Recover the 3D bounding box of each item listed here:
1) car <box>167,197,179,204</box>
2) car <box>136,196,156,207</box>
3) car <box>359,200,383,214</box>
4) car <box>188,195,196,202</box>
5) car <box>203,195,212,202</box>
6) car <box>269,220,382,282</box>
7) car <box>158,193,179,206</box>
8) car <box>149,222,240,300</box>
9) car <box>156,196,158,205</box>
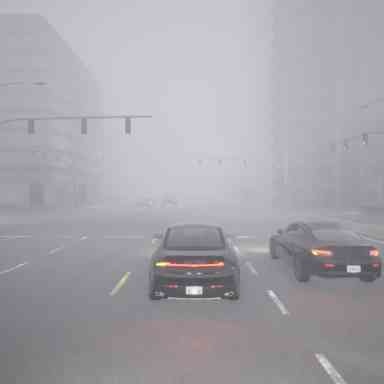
[{"bbox_3d":[-3.553,1.601,63.317,1.895,1.301,4.718,0,0,1],"label":"car"},{"bbox_3d":[-7.101,1.547,50.103,2.033,1.411,5.357,0,0,0],"label":"car"},{"bbox_3d":[20.844,1.547,35.464,5.357,1.411,2.033,0,0,1],"label":"car"},{"bbox_3d":[-0.004,1.364,73.853,2.128,1.511,4.902,0,0,0],"label":"car"},{"bbox_3d":[3.500,1.500,74.698,1.837,1.490,4.892,0,0,0],"label":"car"},{"bbox_3d":[3.563,1.526,9.601,1.812,1.442,4.674,0,0,0],"label":"car"},{"bbox_3d":[-3.606,1.221,53.344,2.150,2.045,5.566,0,0,1],"label":"car"},{"bbox_3d":[0.057,1.505,8.345,1.837,1.490,4.892,0,0,0],"label":"car"},{"bbox_3d":[-7.073,1.477,59.926,1.882,1.535,5.008,0,0,0],"label":"car"}]
